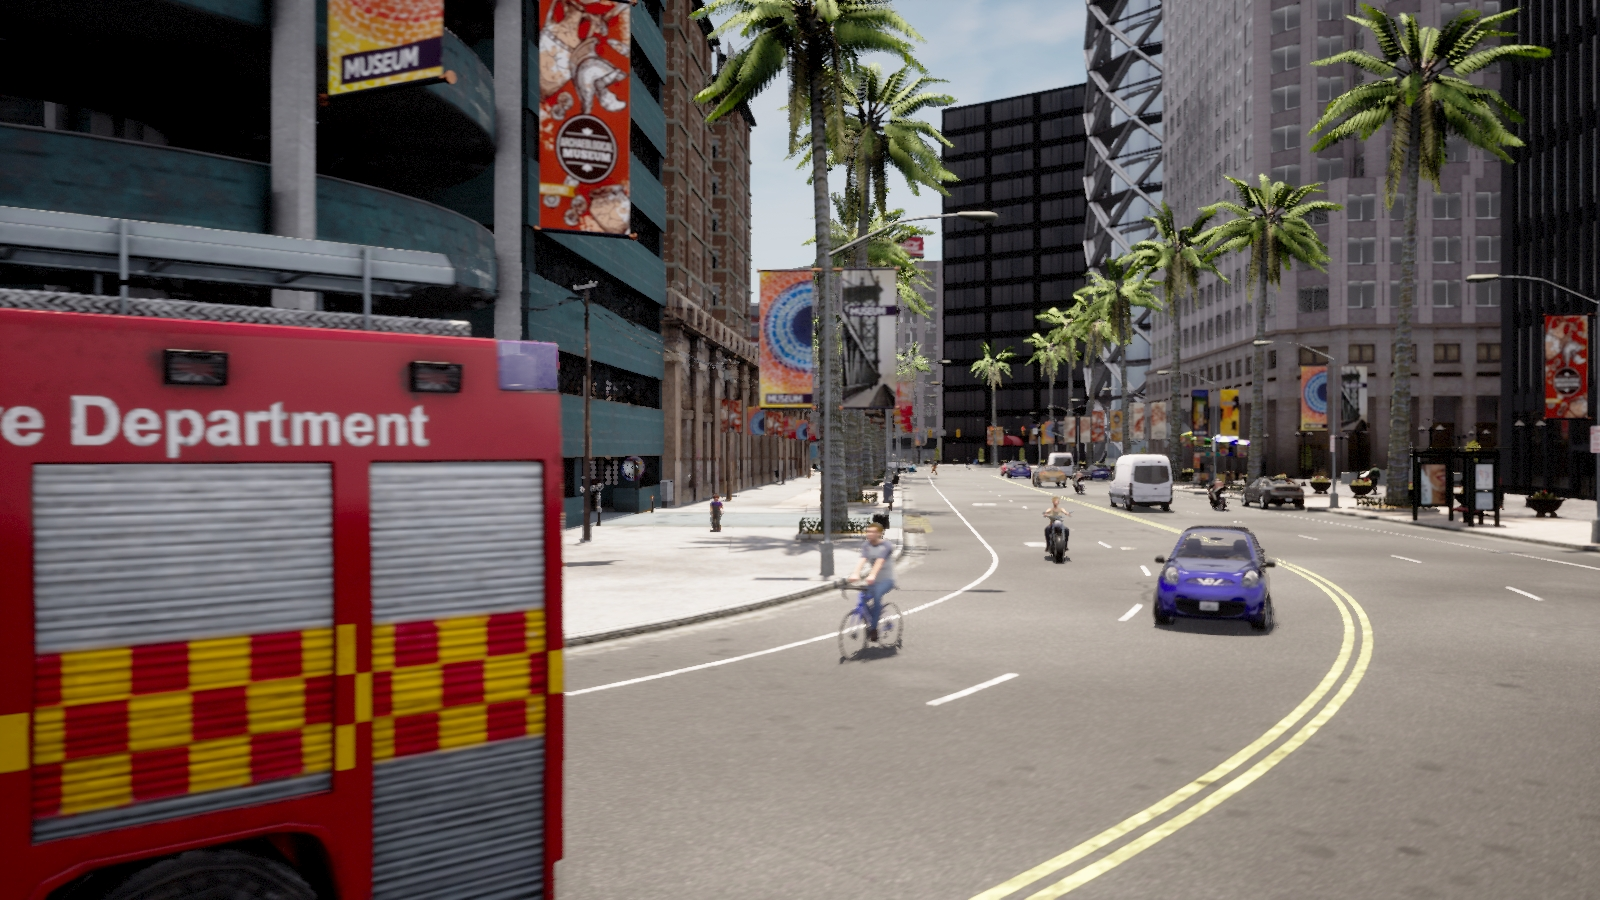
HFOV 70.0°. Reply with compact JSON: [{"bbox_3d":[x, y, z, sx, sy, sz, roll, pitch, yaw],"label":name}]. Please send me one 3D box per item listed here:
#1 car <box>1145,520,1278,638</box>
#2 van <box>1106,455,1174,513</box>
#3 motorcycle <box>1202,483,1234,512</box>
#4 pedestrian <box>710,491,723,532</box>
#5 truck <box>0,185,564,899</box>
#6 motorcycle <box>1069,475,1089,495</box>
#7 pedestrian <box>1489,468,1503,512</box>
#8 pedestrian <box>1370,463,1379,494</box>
[{"bbox_3d":[6.916,2.042,18.991,1.845,1.501,3.633,0,0,23],"label":"car"},{"bbox_3d":[16.141,1.546,54.504,1.988,2.561,5.915,0,0,5],"label":"van"},{"bbox_3d":[19.571,2.216,53.499,0.867,1.251,2.209,0,0,5],"label":"motorcycle"},{"bbox_3d":[-2.712,1.987,37.153,0.375,1.300,0.375,0,0,7],"label":"pedestrian"},{"bbox_3d":[-5.424,0.893,4.363,8.468,3.827,2.891,0,0,-39],"label":"truck"},{"bbox_3d":[17.787,2.222,72.871,0.867,1.251,2.209,0,0,5],"label":"motorcycle"},{"bbox_3d":[29.948,1.704,49.161,0.375,1.860,0.375,0,0,-20],"label":"pedestrian"},{"bbox_3d":[34.365,1.719,68.348,0.375,1.860,0.375,0,0,6],"label":"pedestrian"}]
